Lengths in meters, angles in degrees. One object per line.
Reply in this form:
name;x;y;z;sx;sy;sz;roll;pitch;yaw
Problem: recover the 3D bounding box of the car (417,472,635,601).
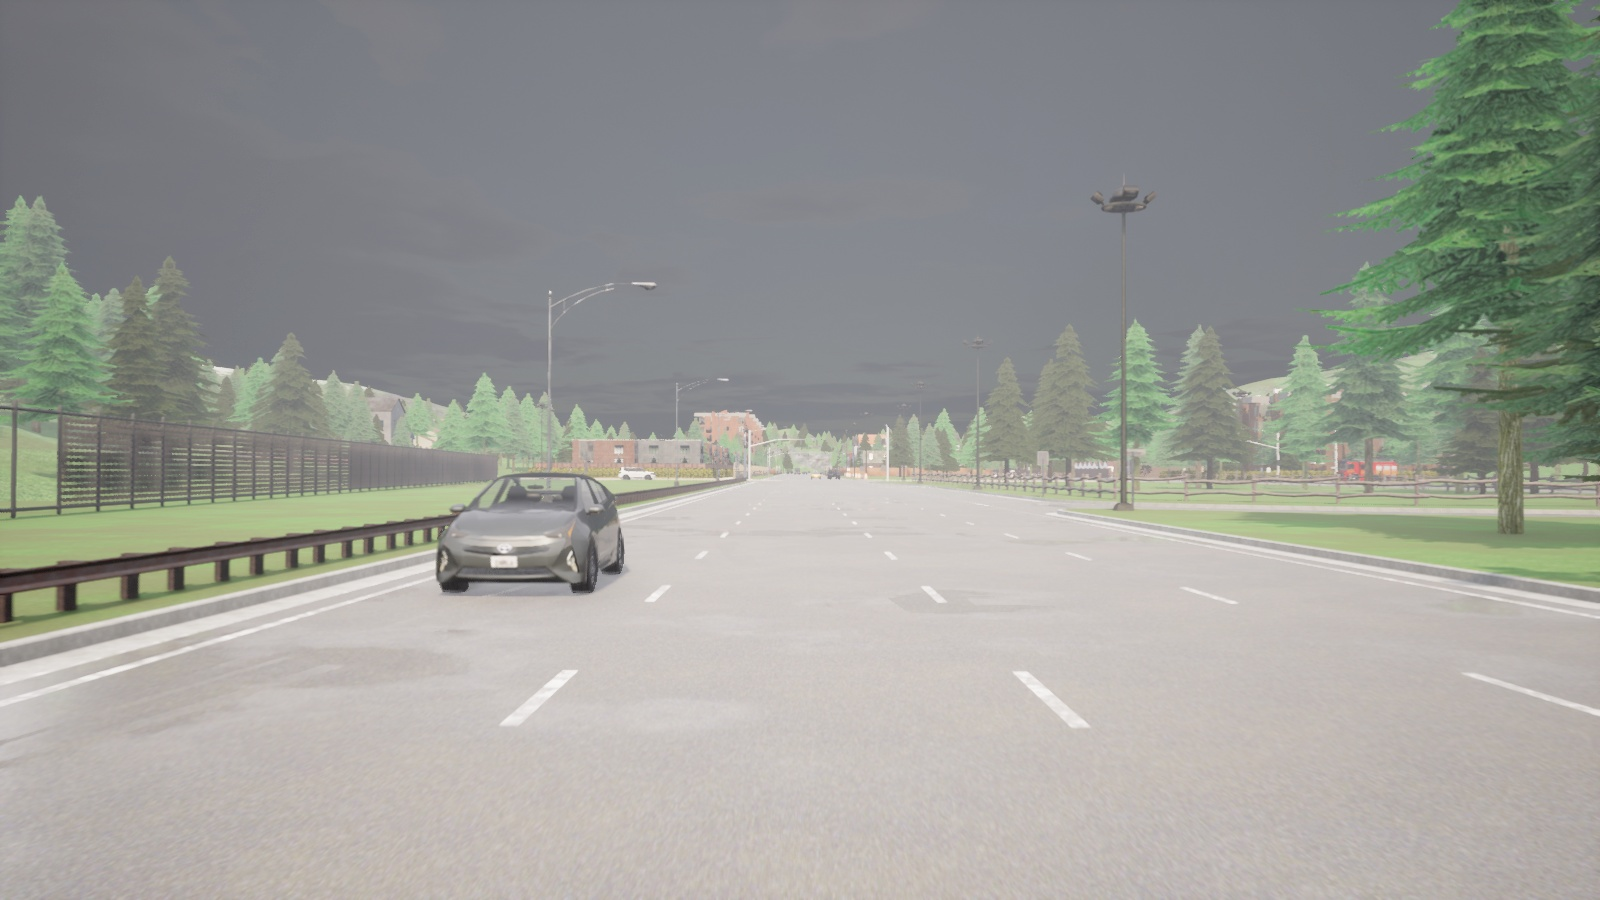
car;-3.542;1.062;17.131;2.007;1.525;4.514;0;-1;0
